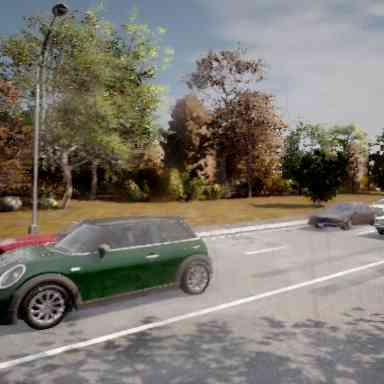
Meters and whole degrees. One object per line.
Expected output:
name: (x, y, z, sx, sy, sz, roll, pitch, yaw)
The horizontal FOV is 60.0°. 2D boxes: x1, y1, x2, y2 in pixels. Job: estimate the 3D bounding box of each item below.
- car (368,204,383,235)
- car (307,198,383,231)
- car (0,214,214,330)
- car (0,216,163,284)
car: (10.566, 1.325, 15.683, 4.718, 1.301, 1.895, -2, 1, -35)
car: (8.814, 1.257, 18.729, 5.357, 1.411, 2.033, -2, 1, -35)
car: (-1.791, 1.327, 7.011, 4.553, 1.767, 2.097, 0, 0, -35)
car: (-3.399, 1.566, 10.166, 4.718, 1.301, 1.895, 0, 0, -35)
